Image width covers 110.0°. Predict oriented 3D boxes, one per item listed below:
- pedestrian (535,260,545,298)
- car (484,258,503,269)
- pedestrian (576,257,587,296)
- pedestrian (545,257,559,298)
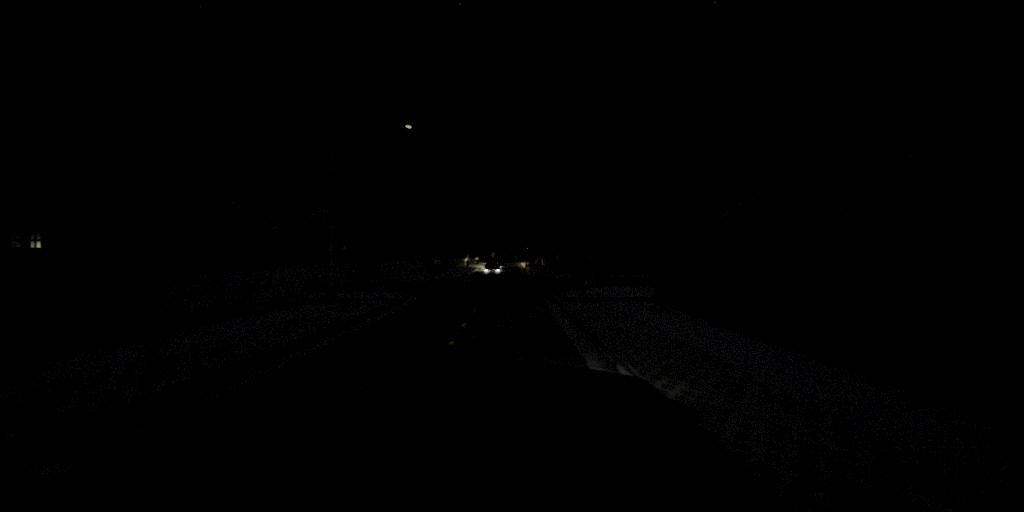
[{"bbox_3d":[1.351,1.020,16.765,0.375,1.860,0.375,0,0,0],"label":"pedestrian"},{"bbox_3d":[-2.826,1.014,51.937,2.097,1.767,4.553,0,0,0],"label":"car"},{"bbox_3d":[3.142,0.871,16.164,0.375,1.860,0.375,0,0,0],"label":"pedestrian"},{"bbox_3d":[1.735,0.911,15.566,0.375,1.860,0.375,0,0,0],"label":"pedestrian"}]
